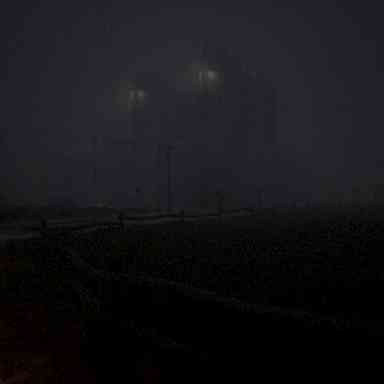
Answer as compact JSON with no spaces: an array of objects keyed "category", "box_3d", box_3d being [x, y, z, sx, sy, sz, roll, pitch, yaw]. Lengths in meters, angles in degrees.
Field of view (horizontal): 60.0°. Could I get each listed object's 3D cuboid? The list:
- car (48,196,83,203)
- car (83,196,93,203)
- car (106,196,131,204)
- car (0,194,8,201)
[{"category":"car","box_3d":[-19.836,1.480,51.356,2.242,1.667,4.611,0,0,39]},{"category":"car","box_3d":[-20.320,1.491,61.534,4.902,1.511,2.128,0,0,38]},{"category":"car","box_3d":[-12.298,1.477,55.375,5.008,1.535,1.882,0,0,38]},{"category":"car","box_3d":[-38.810,1.313,66.386,1.905,1.878,3.866,0,0,39]}]
